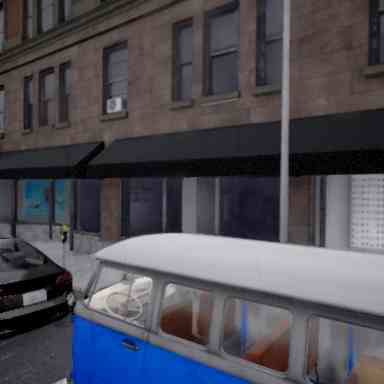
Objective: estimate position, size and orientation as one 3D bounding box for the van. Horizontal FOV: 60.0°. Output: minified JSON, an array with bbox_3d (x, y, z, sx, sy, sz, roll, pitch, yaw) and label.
[{"bbox_3d":[0.709,1.330,2.573,3.998,1.788,1.690,1,1,36],"label":"van"}]

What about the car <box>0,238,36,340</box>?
[{"bbox_3d":[-3.887,1.483,5.881,4.313,1.339,1.947,1,1,36],"label":"car"}]
